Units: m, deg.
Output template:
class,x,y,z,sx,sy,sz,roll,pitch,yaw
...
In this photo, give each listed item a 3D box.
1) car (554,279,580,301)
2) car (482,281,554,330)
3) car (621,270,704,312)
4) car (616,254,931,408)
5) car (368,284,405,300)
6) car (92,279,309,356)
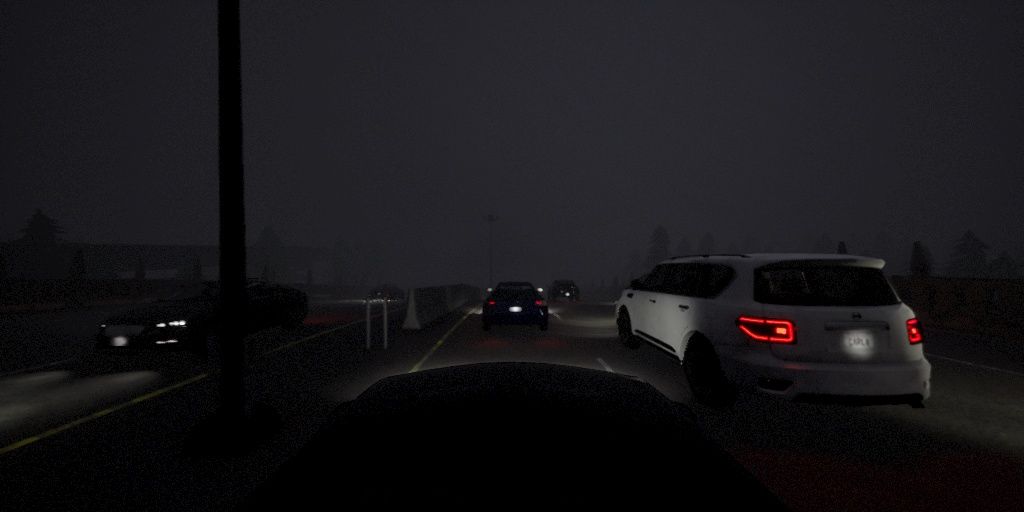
class,x,y,z,sx,sy,sz,roll,pitch,yaw
car,3.593,2.453,25.574,1.837,1.490,4.892,0,-5,0
car,0.098,1.540,12.008,1.994,1.385,4.181,0,-2,0
car,7.095,1.631,17.541,2.097,1.767,4.553,0,-4,0
car,3.599,1.019,6.407,2.150,2.045,5.566,0,-1,0
car,-10.589,3.036,30.558,1.994,1.385,4.181,0,-6,0
car,-7.099,1.354,8.947,2.128,1.511,4.902,0,-2,0
